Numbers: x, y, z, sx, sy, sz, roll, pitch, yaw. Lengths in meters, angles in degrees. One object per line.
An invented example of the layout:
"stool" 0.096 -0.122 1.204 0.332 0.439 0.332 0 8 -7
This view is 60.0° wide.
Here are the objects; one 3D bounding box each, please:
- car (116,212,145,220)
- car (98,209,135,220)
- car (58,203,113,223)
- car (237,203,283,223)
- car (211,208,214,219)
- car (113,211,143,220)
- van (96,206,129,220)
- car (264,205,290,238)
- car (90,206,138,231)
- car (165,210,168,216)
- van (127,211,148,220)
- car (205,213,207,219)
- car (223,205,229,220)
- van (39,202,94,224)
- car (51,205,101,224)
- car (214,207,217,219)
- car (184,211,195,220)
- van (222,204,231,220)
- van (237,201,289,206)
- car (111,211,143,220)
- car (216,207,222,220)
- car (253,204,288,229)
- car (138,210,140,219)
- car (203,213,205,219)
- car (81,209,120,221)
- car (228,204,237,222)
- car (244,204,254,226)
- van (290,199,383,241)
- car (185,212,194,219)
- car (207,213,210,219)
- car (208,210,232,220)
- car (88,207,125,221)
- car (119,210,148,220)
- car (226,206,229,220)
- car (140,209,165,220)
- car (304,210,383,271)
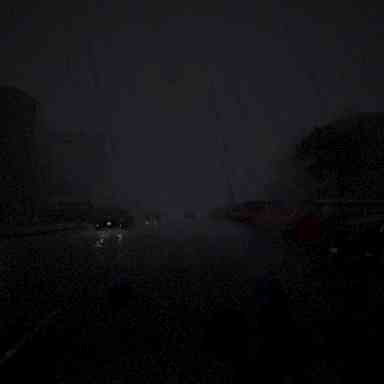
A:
"car" -12.140 4.701 65.932 5.366 1.575 1.946 1 -5 -21
"car" -11.559 3.525 51.156 5.366 1.575 1.946 1 -5 -21
"car" -11.539 2.248 36.190 5.566 2.045 2.435 1 -4 -21
"car" 6.353 1.856 25.168 5.008 1.535 2.097 2 -3 -20
"car" 6.073 3.514 51.507 4.892 1.521 2.231 2 -5 -21
"car" -12.086 4.453 62.951 5.366 1.575 1.946 1 -5 -21
"van" -11.586 3.082 48.163 4.442 1.987 1.878 1 -5 -21
"car" 6.398 1.566 16.396 4.892 1.521 2.231 1 -1 -20
"car" -5.161 1.843 22.678 1.994 1.385 4.181 0 -2 0
"car" -5.498 4.063 62.025 1.882 1.535 5.008 0 -5 -1
"van" -12.246 5.265 74.918 4.442 1.987 1.878 1 -5 -21
"car" 5.842 4.664 66.129 5.008 1.535 2.097 3 -5 -21
"car" 6.254 2.550 36.870 4.674 1.452 2.002 2 -4 -20
"van" -11.395 1.909 30.237 4.442 1.987 1.878 1 -3 -20
"car" -11.562 2.185 33.167 4.553 1.767 2.185 0 -4 -20
"car" 6.088 3.174 48.585 4.553 1.767 2.185 2 -5 -21
"car" -0.425 3.979 57.489 1.882 1.535 5.008 0 -4 -1
"van" 6.331 2.478 39.858 4.442 1.987 1.878 2 -4 -20
"van" 6.438 1.772 28.147 4.442 1.987 1.878 2 -3 -20
"car" -11.692 4.214 60.102 5.366 1.575 1.946 1 -5 -21
"car" 6.195 2.893 42.729 5.008 1.535 2.097 2 -4 -21
"car" 6.550 1.643 19.390 5.366 1.575 1.946 1 -2 -20
"car" -11.790 4.010 57.065 4.792 1.488 2.163 1 -5 -21
"car" 5.653 5.302 74.902 4.553 1.767 2.185 3 -6 -21
"car" -11.614 2.929 42.127 4.674 1.452 2.002 1 -4 -21
"car" 6.276 2.180 31.008 4.792 1.488 2.163 2 -4 -20
"car" 6.370 1.739 22.243 4.892 1.521 2.231 2 -2 -20
"van" 6.512 1.284 13.518 4.442 1.987 1.878 1 -2 -20
"car" -0.601 4.881 67.929 1.812 1.442 4.674 0 -5 -1
"car" 6.023 3.708 57.393 5.566 2.045 2.435 3 -5 -21
"car" 5.766 4.788 69.059 4.553 1.767 2.185 3 -6 -21
"car" -11.625 2.970 45.131 4.553 1.767 2.185 1 -4 -21
"car" -12.047 4.712 68.988 5.566 2.045 2.435 1 -5 -21
"car" 6.282 2.366 33.937 4.674 1.452 2.002 2 -4 -20
"car" -5.342 3.116 45.563 2.128 1.511 4.902 0 -4 0
"car" 6.400 1.470 10.551 4.892 1.521 2.231 1 -1 -20
